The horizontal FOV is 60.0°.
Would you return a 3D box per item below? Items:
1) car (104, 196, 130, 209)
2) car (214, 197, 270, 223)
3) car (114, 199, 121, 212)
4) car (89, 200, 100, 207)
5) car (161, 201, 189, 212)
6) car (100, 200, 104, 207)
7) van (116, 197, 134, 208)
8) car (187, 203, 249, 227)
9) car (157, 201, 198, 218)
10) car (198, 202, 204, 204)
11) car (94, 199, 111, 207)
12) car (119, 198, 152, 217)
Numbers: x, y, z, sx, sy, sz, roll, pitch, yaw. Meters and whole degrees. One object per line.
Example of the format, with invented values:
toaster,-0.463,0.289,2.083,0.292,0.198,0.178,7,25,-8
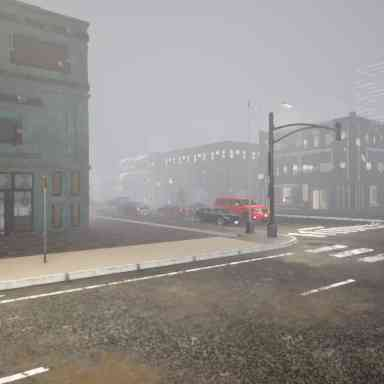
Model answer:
car,-12.082,1.774,55.293,2.150,2.045,5.566,-1,0,-35
car,3.939,1.445,27.207,2.150,2.045,5.566,-1,0,-35
car,-8.398,2.030,44.603,1.994,1.385,4.181,-1,0,-36
car,-18.293,2.268,64.045,1.895,1.301,4.718,-1,0,-35
car,-2.425,1.965,46.162,1.802,1.307,4.206,-2,0,-35
car,-15.252,1.939,64.213,2.192,1.841,5.009,-1,0,-35
van,-12.047,1.906,59.700,1.690,1.788,3.998,-1,0,-35
car,1.884,1.814,25.412,1.947,1.339,4.313,-1,0,-35
car,-1.761,1.938,35.244,1.895,1.301,4.718,-1,0,-36
car,0.779,1.903,41.650,1.802,1.307,4.206,-2,0,-35
car,-18.452,2.227,68.726,1.887,1.381,4.507,-1,0,-35
car,-6.055,1.846,36.795,1.967,1.590,4.097,-1,0,-35
